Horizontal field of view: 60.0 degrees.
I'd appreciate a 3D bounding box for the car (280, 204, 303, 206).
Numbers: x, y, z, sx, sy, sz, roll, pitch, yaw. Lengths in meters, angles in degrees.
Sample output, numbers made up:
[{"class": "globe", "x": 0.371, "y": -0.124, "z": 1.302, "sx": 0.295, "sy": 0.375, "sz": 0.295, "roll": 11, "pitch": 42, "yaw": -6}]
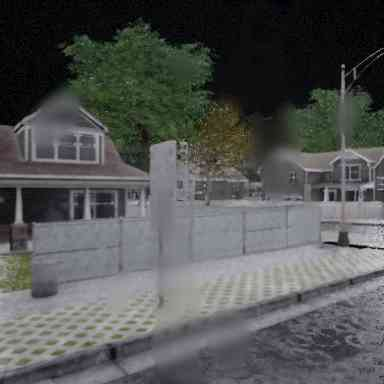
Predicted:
[{"class": "car", "x": 7.710, "y": 1.711, "z": 26.856, "sx": 1.882, "sy": 1.535, "sz": 5.008, "roll": 0, "pitch": -1, "yaw": -35}]
